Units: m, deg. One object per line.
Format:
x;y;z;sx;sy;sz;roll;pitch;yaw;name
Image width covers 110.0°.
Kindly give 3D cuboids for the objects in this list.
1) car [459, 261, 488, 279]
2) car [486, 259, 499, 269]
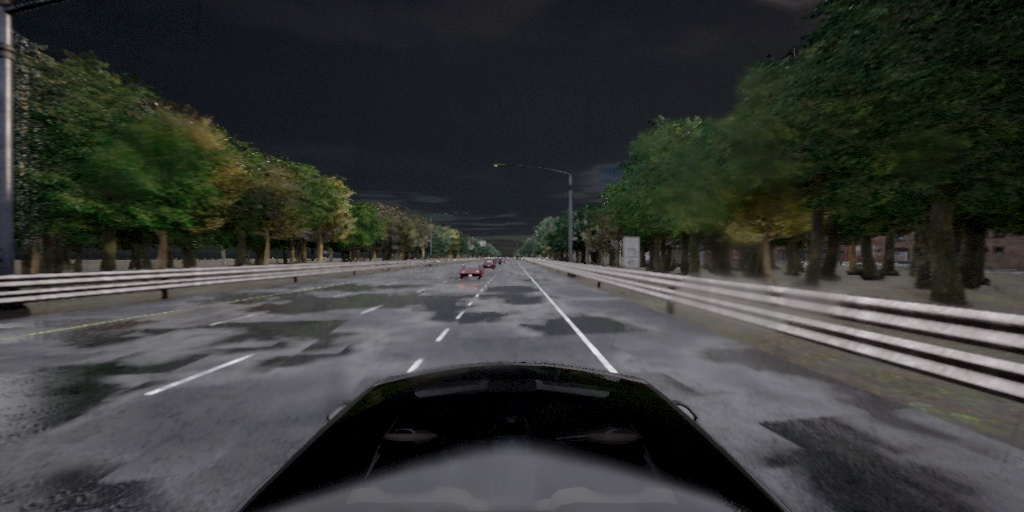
-3.507;1.360;32.362;1.895;1.301;4.718;0;0;0;car
-3.503;1.307;56.515;1.812;1.442;4.674;0;0;0;car
